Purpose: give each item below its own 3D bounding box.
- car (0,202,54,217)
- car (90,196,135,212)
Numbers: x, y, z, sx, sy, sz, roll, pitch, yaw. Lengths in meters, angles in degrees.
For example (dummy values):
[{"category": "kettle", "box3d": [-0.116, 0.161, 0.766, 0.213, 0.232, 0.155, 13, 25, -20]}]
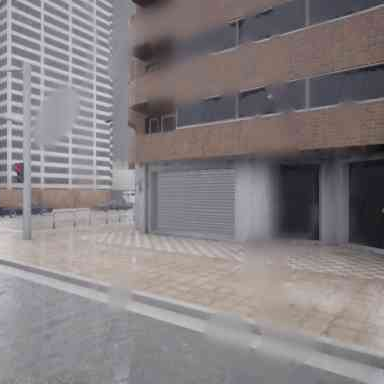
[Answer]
[{"category": "car", "box3d": [-15.559, 1.601, 30.977, 1.895, 1.301, 4.718, 0, 0, 36]}, {"category": "car", "box3d": [-9.403, 1.547, 39.434, 2.033, 1.411, 5.357, 0, 0, 36]}]
